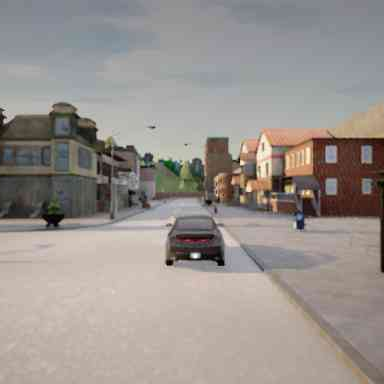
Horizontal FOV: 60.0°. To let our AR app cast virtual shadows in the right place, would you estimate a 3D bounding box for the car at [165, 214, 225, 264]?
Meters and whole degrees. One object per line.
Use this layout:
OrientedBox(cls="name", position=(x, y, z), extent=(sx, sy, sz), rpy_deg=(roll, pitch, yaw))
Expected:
OrientedBox(cls="car", position=(0.098, 1.574, 11.981), extent=(1.837, 1.490, 4.892), rpy_deg=(0, 0, 0))
